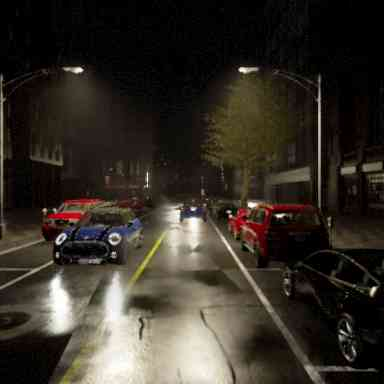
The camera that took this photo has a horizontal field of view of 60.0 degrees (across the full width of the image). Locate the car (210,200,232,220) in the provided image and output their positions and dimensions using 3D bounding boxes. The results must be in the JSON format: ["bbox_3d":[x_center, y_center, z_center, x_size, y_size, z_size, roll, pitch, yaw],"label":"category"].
[{"bbox_3d":[2.870,1.599,28.107,1.947,1.339,4.313,0,0,0],"label":"car"}]

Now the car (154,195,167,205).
[{"bbox_3d":[-5.645,1.405,56.311,2.192,1.841,5.009,0,0,0],"label":"car"}]

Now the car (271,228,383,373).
[{"bbox_3d":[2.859,1.571,5.549,1.947,1.339,4.313,0,0,0],"label":"car"}]

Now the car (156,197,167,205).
[{"bbox_3d":[-5.642,1.689,61.950,1.802,1.307,4.206,0,0,0],"label":"car"}]

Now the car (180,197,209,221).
[{"bbox_3d":[0.093,1.383,27.462,2.097,1.767,4.553,0,0,0],"label":"car"}]

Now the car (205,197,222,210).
[{"bbox_3d":[2.876,1.503,45.027,1.967,1.590,4.097,0,0,0],"label":"car"}]

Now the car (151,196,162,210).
[{"bbox_3d":[-5.649,1.628,45.035,1.947,1.339,4.313,0,0,0],"label":"car"}]

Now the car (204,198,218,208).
[{"bbox_3d":[2.879,1.658,50.665,1.802,1.307,4.206,0,0,0],"label":"car"}]

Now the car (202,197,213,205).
[{"bbox_3d":[2.883,1.674,61.945,1.947,1.339,4.313,0,0,0],"label":"car"}]

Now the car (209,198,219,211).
[{"bbox_3d":[2.871,1.567,33.918,1.752,1.417,4.829,0,0,0],"label":"car"}]

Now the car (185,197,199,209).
[{"bbox_3d":[0.044,1.546,47.334,1.882,1.535,5.008,0,0,0],"label":"car"}]

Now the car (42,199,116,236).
[{"bbox_3d":[-5.661,1.334,16.841,2.192,1.841,5.009,0,0,0],"label":"car"}]

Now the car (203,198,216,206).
[{"bbox_3d":[2.881,1.657,56.305,1.947,1.339,4.313,0,0,0],"label":"car"}]

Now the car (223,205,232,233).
[{"bbox_3d":[2.865,1.564,16.829,1.887,1.381,4.507,0,0,0],"label":"car"}]

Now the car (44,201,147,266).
[{"bbox_3d":[-3.033,1.364,11.621,2.097,1.767,4.553,0,0,1],"label":"car"}]

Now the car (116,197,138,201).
[{"bbox_3d":[-5.656,1.348,28.118,2.192,1.841,5.009,0,0,0],"label":"car"}]

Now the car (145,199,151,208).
[{"bbox_3d":[-5.653,1.586,33.757,1.887,1.381,4.507,0,0,0],"label":"car"}]

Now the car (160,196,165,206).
[{"bbox_3d":[-5.647,1.642,50.673,1.947,1.339,4.313,0,0,0],"label":"car"}]

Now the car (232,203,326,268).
[{"bbox_3d":[2.862,1.327,11.189,2.192,1.841,5.009,0,0,0],"label":"car"}]

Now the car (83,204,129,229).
[{"bbox_3d":[-5.658,1.591,22.480,1.947,1.339,4.313,0,0,0],"label":"car"}]
